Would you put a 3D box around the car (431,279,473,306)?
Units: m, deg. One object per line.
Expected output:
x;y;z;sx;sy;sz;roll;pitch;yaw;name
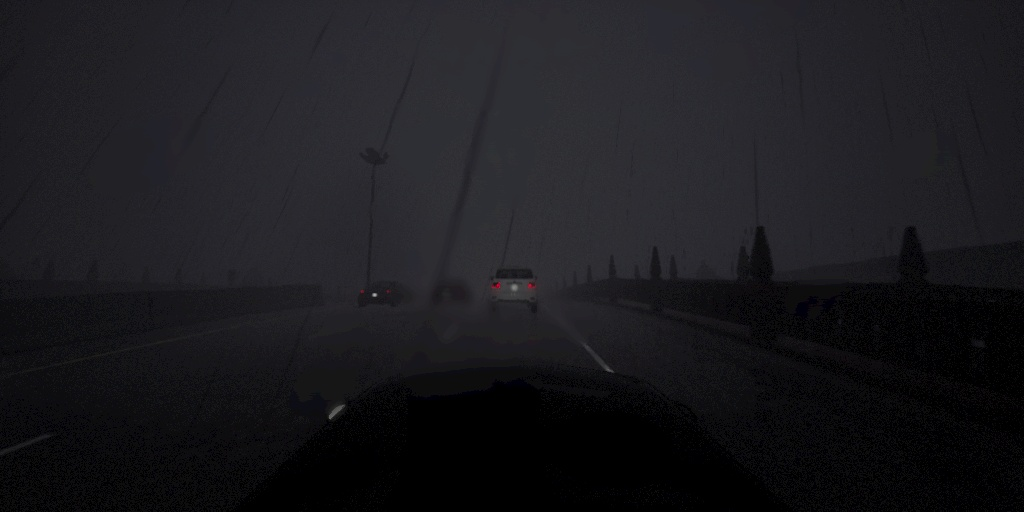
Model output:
-3.395;2.098;21.093;1.882;1.535;5.008;0;-5;0;car

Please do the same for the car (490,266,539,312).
0.104;1.580;17.745;2.150;2.045;5.566;0;-4;0;car

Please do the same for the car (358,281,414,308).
-6.895;2.094;20.004;1.994;1.385;4.181;0;-5;0;car
